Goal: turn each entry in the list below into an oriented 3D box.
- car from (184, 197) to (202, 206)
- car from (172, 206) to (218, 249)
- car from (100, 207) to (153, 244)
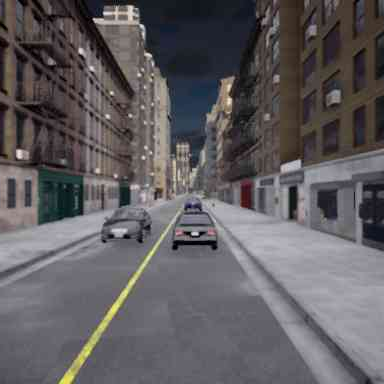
[{"bbox_3d":[0.139,1.413,41.235,2.097,1.767,4.553,0,0,0],"label":"car"},{"bbox_3d":[0.113,1.564,14.614,2.033,1.411,5.357,0,0,0],"label":"car"},{"bbox_3d":[-2.986,1.510,16.035,2.128,1.511,4.902,0,0,0],"label":"car"}]
